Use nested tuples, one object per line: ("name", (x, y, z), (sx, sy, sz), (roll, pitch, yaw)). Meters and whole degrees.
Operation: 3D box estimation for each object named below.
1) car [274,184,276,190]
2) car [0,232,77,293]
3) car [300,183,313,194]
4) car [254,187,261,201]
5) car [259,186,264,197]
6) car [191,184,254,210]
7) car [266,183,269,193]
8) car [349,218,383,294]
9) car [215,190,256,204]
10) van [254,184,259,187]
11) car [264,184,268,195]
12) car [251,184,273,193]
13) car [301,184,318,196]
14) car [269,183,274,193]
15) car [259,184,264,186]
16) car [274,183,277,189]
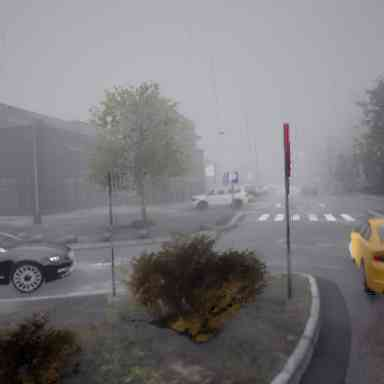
("car", (14.024, -0.431, 69.338), (5.366, 1.575, 1.946), (-3, 1, -3))
("car", (-5.592, 1.723, 8.558), (4.902, 1.511, 2.128), (-2, 1, -11))
("car", (21.892, -0.697, 63.524), (2.097, 1.767, 4.553), (-2, 1, 16))
("car", (4.577, 0.645, 37.698), (5.366, 1.575, 1.946), (-3, 1, -3))
("car", (6.959, 0.359, 46.315), (5.008, 1.535, 2.097), (-3, 1, -3))
("car", (2.655, 0.607, 31.907), (5.566, 2.045, 2.435), (-3, 1, -4))
("car", (10.417, -0.163, 57.818), (4.553, 1.767, 2.185), (-3, 1, -3))
("car", (5.088, 1.364, 8.209), (1.882, 1.535, 5.008), (-1, 1, 21))
("car", (5.240, 0.598, 40.569), (4.674, 1.452, 2.002), (-3, 1, -3))
("van", (5.970, 0.239, 43.427), (4.442, 1.987, 1.878), (-3, 1, -3))
("car", (9.557, -0.065, 54.944), (4.553, 1.767, 2.185), (-3, 1, -3))
("car", (16.384, -0.821, 77.947), (4.553, 1.767, 2.185), (-3, 1, -3))
("car", (18.650, -0.326, 52.398), (2.097, 1.767, 4.553), (-2, 1, 17))
("car", (12.131, -0.482, 63.575), (5.566, 2.045, 2.435), (-3, 1, -3))
("car", (7.772, 0.136, 49.201), (4.553, 1.767, 2.185), (-3, 1, -3))
("car", (14.708, -0.765, 72.211), (5.566, 2.045, 2.435), (-3, 1, -3))
